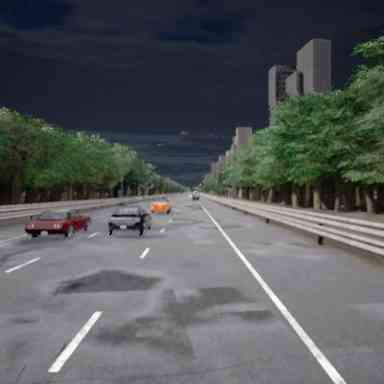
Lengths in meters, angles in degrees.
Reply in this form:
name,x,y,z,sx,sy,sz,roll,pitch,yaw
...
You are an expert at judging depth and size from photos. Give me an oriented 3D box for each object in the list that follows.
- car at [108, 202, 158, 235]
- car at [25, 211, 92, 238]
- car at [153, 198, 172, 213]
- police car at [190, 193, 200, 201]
name,x,y,z,sx,sy,sz,roll,pitch,yaw
car,-3.395,1.530,18.883,2.128,1.511,4.902,0,0,0
car,-6.897,1.637,17.782,1.895,1.301,4.718,0,0,0
car,-3.392,1.438,37.496,2.097,1.767,4.553,0,0,0
police car,1.069,1.606,89.350,1.930,1.638,5.238,0,0,0
